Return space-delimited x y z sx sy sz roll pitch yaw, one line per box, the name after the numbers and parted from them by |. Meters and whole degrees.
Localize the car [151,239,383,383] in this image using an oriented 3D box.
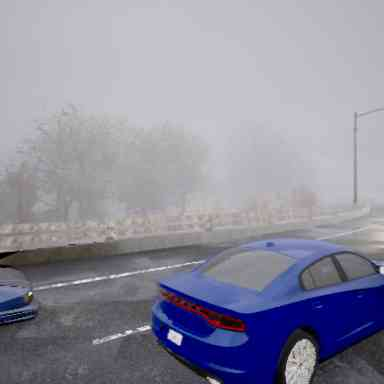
1.769 1.490 5.262 5.008 1.535 1.882 0 0 -37 | car

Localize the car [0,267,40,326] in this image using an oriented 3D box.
-5.083 1.544 4.485 5.357 1.411 2.033 0 0 -35 | car
